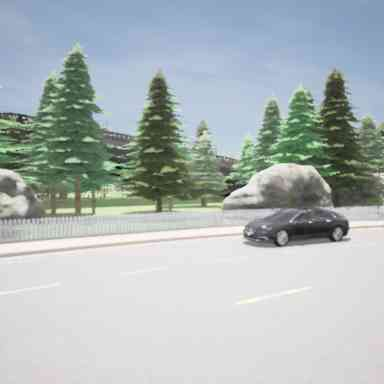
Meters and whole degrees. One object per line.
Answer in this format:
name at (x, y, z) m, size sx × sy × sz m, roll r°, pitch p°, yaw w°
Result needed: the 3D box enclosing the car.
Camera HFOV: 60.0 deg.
car at (4.526, 1.429, 14.320) m, size 4.892 × 1.490 × 1.837 m, roll -1°, pitch 0°, yaw -23°
